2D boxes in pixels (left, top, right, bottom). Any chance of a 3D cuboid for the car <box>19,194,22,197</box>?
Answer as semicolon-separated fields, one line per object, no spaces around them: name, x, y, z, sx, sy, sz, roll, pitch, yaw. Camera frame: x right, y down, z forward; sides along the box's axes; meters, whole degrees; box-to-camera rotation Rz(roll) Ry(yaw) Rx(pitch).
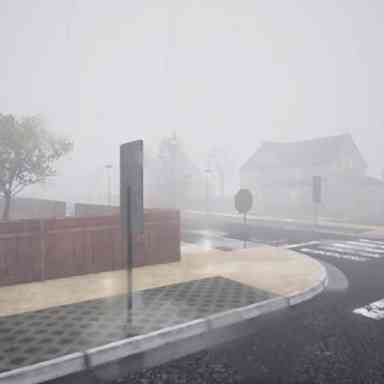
car;-42.782;1.123;84.914;2.033;1.411;5.357;0;0;-36

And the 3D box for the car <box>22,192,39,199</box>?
car;-36.688;0.941;76.379;2.150;2.045;5.566;0;0;-36
